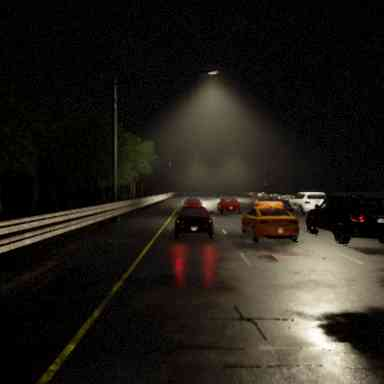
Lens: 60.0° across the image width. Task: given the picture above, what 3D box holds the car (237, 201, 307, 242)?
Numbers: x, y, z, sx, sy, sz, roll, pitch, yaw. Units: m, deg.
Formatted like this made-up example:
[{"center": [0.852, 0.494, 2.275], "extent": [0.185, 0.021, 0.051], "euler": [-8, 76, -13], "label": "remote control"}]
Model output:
[{"center": [3.581, 1.400, 15.881], "extent": [1.882, 1.535, 5.008], "euler": [0, 0, 0], "label": "car"}]

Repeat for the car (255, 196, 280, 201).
[{"center": [7.093, 1.170, 31.226], "extent": [2.097, 1.767, 4.553], "euler": [0, 0, 0], "label": "car"}]

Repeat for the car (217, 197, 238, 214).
[{"center": [3.596, 1.282, 33.055], "extent": [1.882, 1.535, 5.008], "euler": [0, 0, 0], "label": "car"}]

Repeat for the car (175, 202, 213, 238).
[{"center": [0.095, 1.440, 17.121], "extent": [1.812, 1.442, 4.674], "euler": [0, 0, 0], "label": "car"}]

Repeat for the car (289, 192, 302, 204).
[{"center": [10.596, 1.044, 30.645], "extent": [2.150, 2.045, 5.566], "euler": [0, 0, 0], "label": "car"}]

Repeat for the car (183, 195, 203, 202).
[{"center": [0.096, 1.333, 32.604], "extent": [1.812, 1.442, 4.674], "euler": [0, 0, 0], "label": "car"}]

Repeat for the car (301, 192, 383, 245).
[{"center": [7.093, 1.149, 15.163], "extent": [2.150, 2.045, 5.566], "euler": [0, 0, 0], "label": "car"}]
